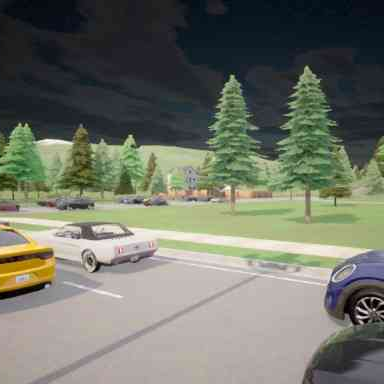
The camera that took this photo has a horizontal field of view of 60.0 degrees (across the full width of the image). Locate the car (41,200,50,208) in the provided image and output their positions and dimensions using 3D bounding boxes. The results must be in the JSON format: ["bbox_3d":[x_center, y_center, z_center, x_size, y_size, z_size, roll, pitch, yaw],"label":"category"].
[{"bbox_3d":[-17.926,1.598,46.453,1.895,1.301,4.718,0,0,36],"label":"car"}]

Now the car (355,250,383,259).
[{"bbox_3d":[4.499,1.352,5.067,4.553,1.767,2.097,0,0,36],"label":"car"}]

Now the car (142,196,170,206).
[{"bbox_3d":[-6.080,1.475,56.730,1.882,1.535,5.008,0,0,36],"label":"car"}]

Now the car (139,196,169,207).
[{"bbox_3d":[-5.654,1.562,51.383,1.994,1.385,4.181,0,0,36],"label":"car"}]

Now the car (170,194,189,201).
[{"bbox_3d":[-2.625,1.164,73.183,1.994,1.385,4.181,0,0,36],"label":"car"}]

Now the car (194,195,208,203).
[{"bbox_3d":[3.046,1.402,69.080,2.097,1.767,4.553,0,0,36],"label":"car"}]

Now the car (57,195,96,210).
[{"bbox_3d":[-15.239,1.350,44.199,2.097,1.767,4.553,0,0,36],"label":"car"}]

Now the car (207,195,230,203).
[{"bbox_3d":[5.651,1.598,66.718,1.895,1.301,4.718,0,0,36],"label":"car"}]

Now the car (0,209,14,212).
[{"bbox_3d":[-10.839,1.600,15.998,4.718,1.301,1.895,0,0,35],"label":"car"}]

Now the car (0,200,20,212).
[{"bbox_3d":[-21.098,1.561,36.177,1.994,1.385,4.181,0,0,36],"label":"car"}]

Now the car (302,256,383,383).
[{"bbox_3d":[3.102,1.505,1.762,4.892,1.490,1.837,0,0,35],"label":"car"}]

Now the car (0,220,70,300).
[{"bbox_3d":[-5.215,1.477,7.698,5.008,1.535,1.882,0,0,35],"label":"car"}]

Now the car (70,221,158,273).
[{"bbox_3d":[-3.433,1.600,10.728,4.718,1.301,1.895,0,0,35],"label":"car"}]

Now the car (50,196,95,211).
[{"bbox_3d":[-14.002,1.503,39.959,1.837,1.490,4.892,0,0,36],"label":"car"}]

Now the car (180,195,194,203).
[{"bbox_3d":[-0.644,1.445,69.960,2.128,1.511,4.902,0,0,36],"label":"car"}]

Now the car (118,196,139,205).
[{"bbox_3d":[-9.742,1.487,57.649,2.128,1.511,4.902,0,0,36],"label":"car"}]

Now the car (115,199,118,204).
[{"bbox_3d":[-11.910,1.522,60.601,1.812,1.442,4.674,0,0,36],"label":"car"}]

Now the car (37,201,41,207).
[{"bbox_3d":[-20.309,1.598,49.124,1.895,1.301,4.718,0,0,36],"label":"car"}]
